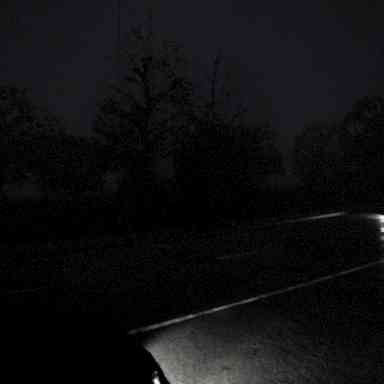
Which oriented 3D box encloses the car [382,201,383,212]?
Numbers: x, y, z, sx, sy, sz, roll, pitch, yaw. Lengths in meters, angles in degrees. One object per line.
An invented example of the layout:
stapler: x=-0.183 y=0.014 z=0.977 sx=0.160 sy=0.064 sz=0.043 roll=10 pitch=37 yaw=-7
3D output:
car: x=15.251 y=0.662 z=23.428 sx=4.892 sy=1.490 sz=1.837 roll=-3 pitch=1 yaw=-35

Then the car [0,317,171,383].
car: x=-2.153 y=1.561 z=2.211 sx=4.181 sy=1.385 sz=1.994 roll=0 pitch=0 yaw=-36
